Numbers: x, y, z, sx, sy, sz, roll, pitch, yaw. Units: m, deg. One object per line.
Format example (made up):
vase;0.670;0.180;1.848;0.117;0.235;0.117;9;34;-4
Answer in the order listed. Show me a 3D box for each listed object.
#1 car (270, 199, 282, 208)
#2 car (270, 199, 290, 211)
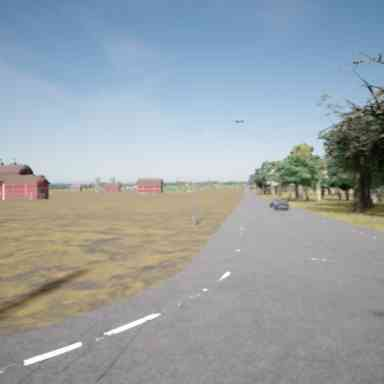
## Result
car;14.810;1.993;58.798;1.812;1.442;4.674;0;0;9
car;13.185;1.913;48.898;2.128;1.511;4.902;0;0;9
